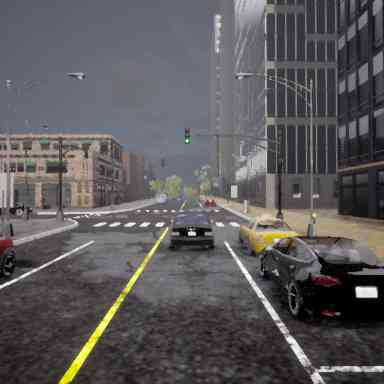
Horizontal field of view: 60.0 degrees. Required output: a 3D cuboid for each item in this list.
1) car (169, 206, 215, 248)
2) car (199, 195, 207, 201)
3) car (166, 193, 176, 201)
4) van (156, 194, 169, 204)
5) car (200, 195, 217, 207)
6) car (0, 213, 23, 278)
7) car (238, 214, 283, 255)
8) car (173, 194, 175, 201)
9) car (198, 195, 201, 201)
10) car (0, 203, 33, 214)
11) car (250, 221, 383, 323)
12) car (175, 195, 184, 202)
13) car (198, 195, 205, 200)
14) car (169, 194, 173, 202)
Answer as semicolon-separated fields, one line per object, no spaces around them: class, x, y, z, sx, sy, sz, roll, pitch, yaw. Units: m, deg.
car;0.000;1.568;14.651;2.033;1.411;5.357;0;0;0
car;2.702;1.557;84.131;1.752;1.417;4.829;1;0;0
car;-5.675;1.349;89.507;2.192;1.841;5.009;1;0;0
van;-5.676;1.363;61.835;1.690;1.788;3.998;1;0;0
car;2.703;1.458;50.752;1.967;1.590;4.097;1;0;0
car;-5.677;1.442;7.215;1.967;1.590;4.097;1;0;0
car;2.839;1.529;12.974;1.752;1.417;4.829;1;0;0
car;-5.679;1.595;78.438;1.947;1.339;4.313;1;0;0
car;2.702;1.555;78.597;1.752;1.417;4.829;1;0;0
car;-19.418;1.813;35.880;4.313;1.339;1.947;-1;0;1
car;2.668;1.568;7.160;1.947;1.339;4.313;1;0;0
car;-3.000;1.547;78.774;1.812;1.442;4.674;0;0;0
car;2.701;1.581;95.031;1.887;1.381;4.507;1;0;0
car;-5.680;1.609;72.904;1.802;1.307;4.206;1;0;0
